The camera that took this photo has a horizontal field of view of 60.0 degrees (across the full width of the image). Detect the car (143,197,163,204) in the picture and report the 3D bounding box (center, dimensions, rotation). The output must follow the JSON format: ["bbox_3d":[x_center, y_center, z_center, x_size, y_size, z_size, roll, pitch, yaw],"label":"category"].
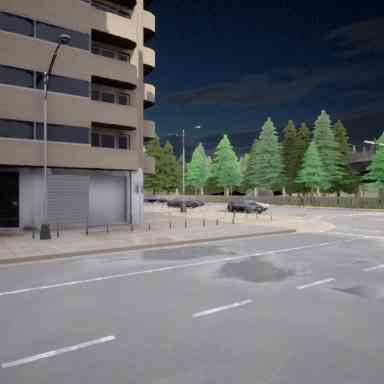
[{"bbox_3d":[-7.154,1.545,64.451,4.718,1.301,1.895,0,0,31],"label":"car"}]

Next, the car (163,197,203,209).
[{"bbox_3d":[-1.242,1.492,44.669,2.033,1.411,5.357,0,0,-36],"label":"car"}]

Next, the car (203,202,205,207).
[{"bbox_3d":[-0.033,1.509,48.555,1.994,1.385,4.181,0,0,-39],"label":"car"}]

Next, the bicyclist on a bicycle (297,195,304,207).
[{"bbox_3d":[15.151,1.245,46.458,1.656,1.620,0.582,0,0,-35],"label":"bicyclist on a bicycle"}]

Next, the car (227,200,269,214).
[{"bbox_3d":[5.569,1.508,34.802,1.994,1.385,4.181,0,0,-35],"label":"car"}]

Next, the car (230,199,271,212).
[{"bbox_3d":[6.805,1.545,39.186,1.895,1.301,4.718,0,0,-35],"label":"car"}]

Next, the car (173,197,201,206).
[{"bbox_3d":[-0.834,1.545,55.240,1.895,1.301,4.718,0,0,-44],"label":"car"}]
